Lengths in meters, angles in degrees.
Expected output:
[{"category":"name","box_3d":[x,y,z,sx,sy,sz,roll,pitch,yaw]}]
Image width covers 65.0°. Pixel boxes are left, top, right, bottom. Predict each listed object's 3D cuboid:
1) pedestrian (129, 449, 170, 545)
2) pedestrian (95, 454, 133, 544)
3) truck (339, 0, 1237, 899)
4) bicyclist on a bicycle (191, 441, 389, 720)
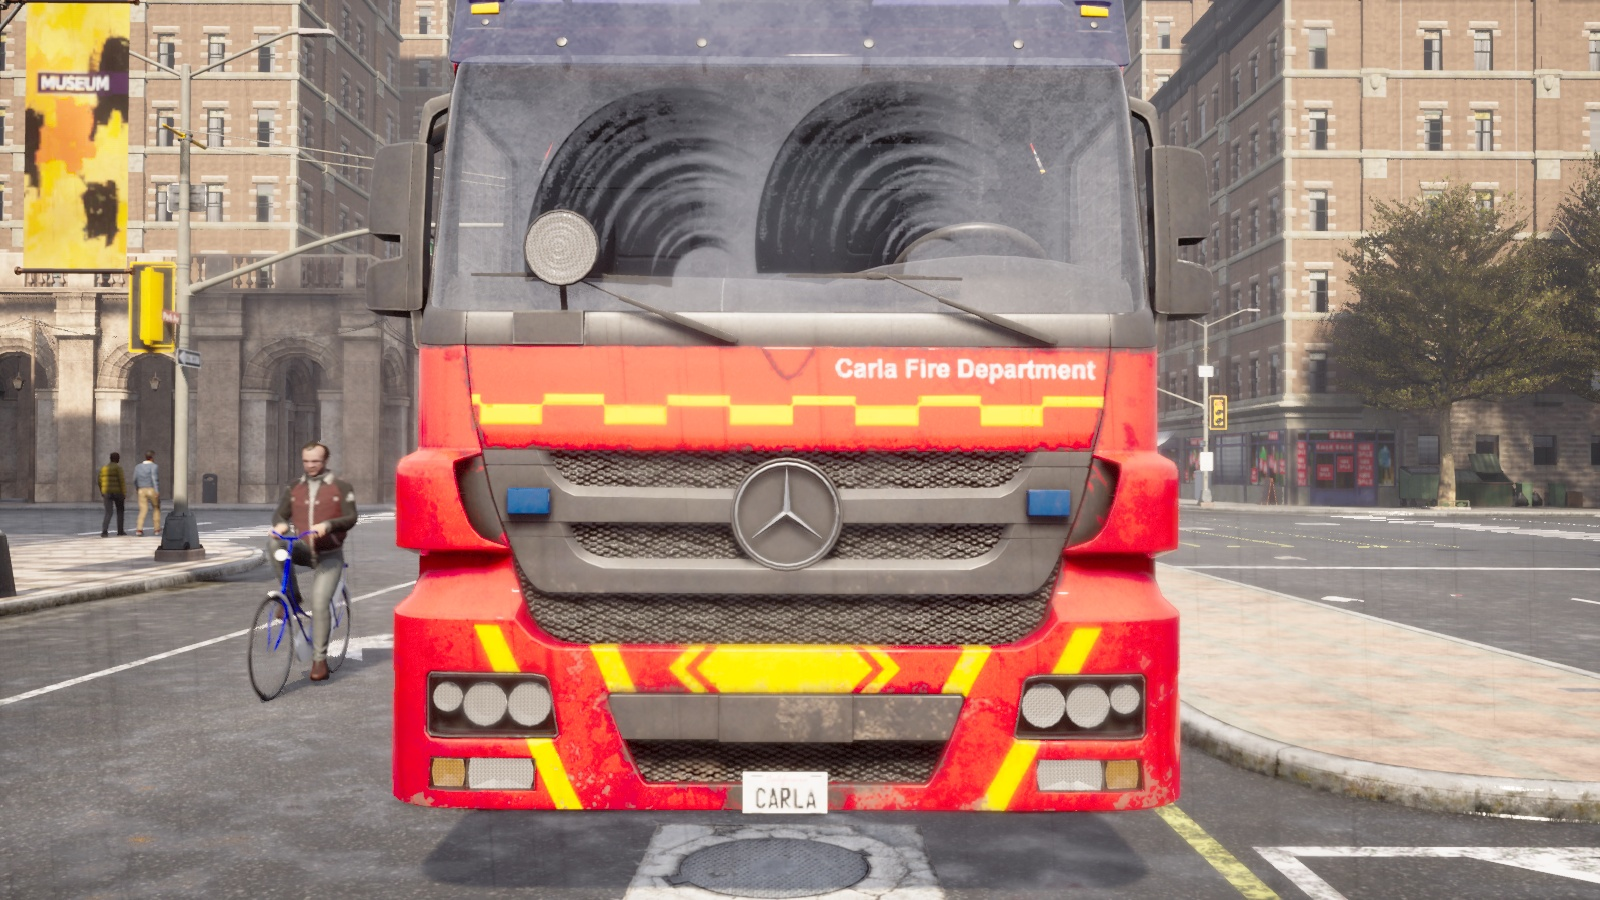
[{"category":"pedestrian","box_3d":[-13.486,0.967,26.041,0.423,1.949,0.788,0,-1,1]},{"category":"pedestrian","box_3d":[-14.204,1.015,26.009,0.370,1.835,0.726,0,-1,0]},{"category":"truck","box_3d":[-0.054,-0.211,8.305,2.891,3.827,8.468,0,-1,0]},{"category":"bicyclist on a bicycle","box_3d":[-3.555,0.849,8.941,0.659,1.776,1.843,0,-1,0]}]
